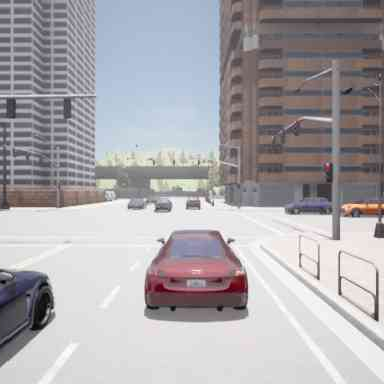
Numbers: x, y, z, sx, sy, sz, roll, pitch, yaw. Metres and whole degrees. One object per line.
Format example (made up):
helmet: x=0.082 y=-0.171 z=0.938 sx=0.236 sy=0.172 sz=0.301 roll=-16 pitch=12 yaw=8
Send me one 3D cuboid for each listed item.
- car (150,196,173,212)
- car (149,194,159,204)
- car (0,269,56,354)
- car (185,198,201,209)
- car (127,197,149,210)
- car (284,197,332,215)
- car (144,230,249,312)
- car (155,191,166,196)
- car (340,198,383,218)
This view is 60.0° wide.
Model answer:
car: x=-3.328 y=1.540 z=39.502 sx=2.033 sy=1.411 sz=5.357 roll=0 pitch=0 yaw=0
car: x=-6.966 y=1.496 z=57.797 sx=1.837 sy=1.490 sz=4.892 roll=0 pitch=0 yaw=0
car: x=-3.432 y=1.563 z=4.247 sx=1.994 sy=1.385 sz=4.181 roll=0 pitch=0 yaw=1
car: x=0.181 y=1.483 z=44.817 sx=2.128 sy=1.511 sz=4.902 roll=0 pitch=0 yaw=0
car: x=-7.012 y=1.518 z=42.371 sx=1.812 sy=1.442 sz=4.674 roll=0 pitch=0 yaw=0
car: x=11.601 y=1.346 z=33.240 sx=4.553 sy=1.767 sz=2.097 roll=0 pitch=0 yaw=2
car: x=0.094 y=1.563 z=7.815 sx=1.994 sy=1.385 sz=4.181 roll=0 pitch=0 yaw=1
car: x=-6.869 y=0.827 z=73.341 sx=2.150 sy=2.045 sz=5.566 roll=0 pitch=0 yaw=0
car: x=15.571 y=1.347 z=29.652 sx=4.553 sy=1.767 sz=2.097 roll=0 pitch=0 yaw=1
